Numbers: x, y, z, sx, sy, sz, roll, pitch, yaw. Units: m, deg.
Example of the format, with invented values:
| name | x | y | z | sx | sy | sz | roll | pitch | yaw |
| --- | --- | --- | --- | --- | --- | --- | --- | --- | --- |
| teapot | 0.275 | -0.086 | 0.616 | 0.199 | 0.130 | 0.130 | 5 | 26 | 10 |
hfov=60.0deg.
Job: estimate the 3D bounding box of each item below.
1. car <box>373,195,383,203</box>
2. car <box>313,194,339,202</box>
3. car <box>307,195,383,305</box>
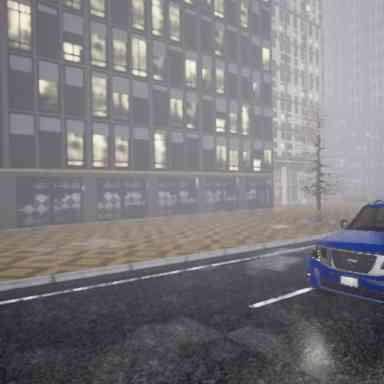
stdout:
| name | x | y | z | sx | sy | sz | roll | pitch | yaw |
| --- | --- | --- | --- | --- | --- | --- | --- | --- | --- |
| car | 33.575 | 1.185 | 56.766 | 1.947 | 1.339 | 4.313 | -1 | 1 | -39 |
| car | 26.475 | 1.119 | 65.646 | 1.947 | 1.339 | 4.313 | -1 | 1 | -39 |
| car | 4.910 | 1.189 | 7.484 | 5.566 | 2.045 | 2.150 | 0 | 0 | -38 |
